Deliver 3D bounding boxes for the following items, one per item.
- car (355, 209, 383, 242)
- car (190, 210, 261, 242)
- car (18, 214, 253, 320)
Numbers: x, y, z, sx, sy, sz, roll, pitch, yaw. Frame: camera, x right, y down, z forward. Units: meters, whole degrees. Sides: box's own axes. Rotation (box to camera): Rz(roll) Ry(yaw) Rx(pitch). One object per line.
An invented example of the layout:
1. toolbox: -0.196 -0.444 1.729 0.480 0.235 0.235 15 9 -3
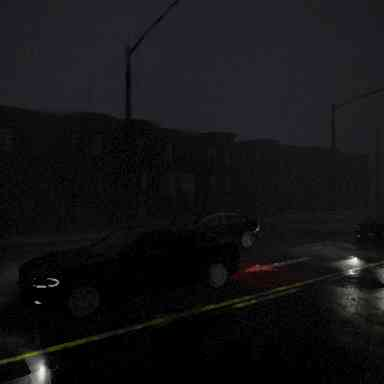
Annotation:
1. car: 9.367 1.478 15.154 5.008 1.535 1.882 0 0 -36
2. car: 0.560 1.491 13.051 4.902 1.511 2.128 0 0 -35
3. car: -1.124 1.478 7.500 5.008 1.535 1.882 0 0 -36
